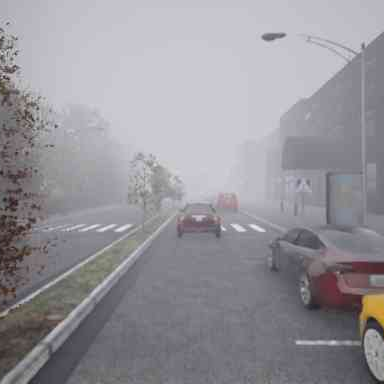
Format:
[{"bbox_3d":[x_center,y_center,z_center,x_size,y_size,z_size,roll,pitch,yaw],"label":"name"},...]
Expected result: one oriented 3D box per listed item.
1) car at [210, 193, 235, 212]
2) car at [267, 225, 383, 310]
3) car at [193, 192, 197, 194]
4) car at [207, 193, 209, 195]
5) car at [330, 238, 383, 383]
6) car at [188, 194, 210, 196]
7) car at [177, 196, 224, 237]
[{"bbox_3d":[3.711,1.193,40.971,2.185,1.767,4.553,0,0,1],"label":"car"},{"bbox_3d":[3.127,1.486,7.765,2.163,1.488,4.792,0,0,1],"label":"car"},{"bbox_3d":[2.377,1.034,91.112,2.231,1.521,4.892,0,0,-4],"label":"car"},{"bbox_3d":[3.906,1.140,52.068,2.185,1.767,4.553,1,0,1],"label":"car"},{"bbox_3d":[3.055,1.476,2.266,2.097,1.535,5.008,0,0,0],"label":"car"},{"bbox_3d":[0.671,1.336,35.768,1.882,1.535,5.008,0,0,1],"label":"car"},{"bbox_3d":[0.360,1.289,17.726,2.097,1.767,4.553,0,0,1],"label":"car"}]
